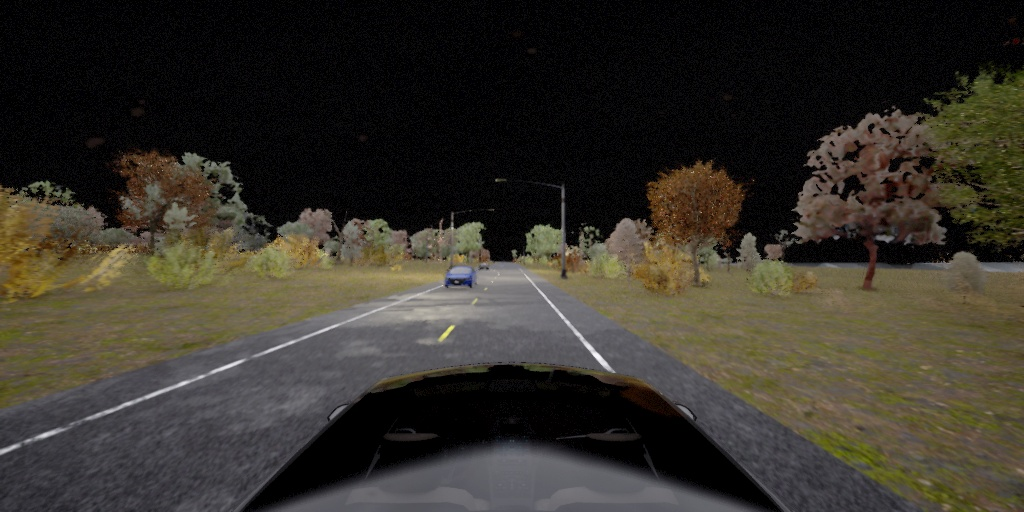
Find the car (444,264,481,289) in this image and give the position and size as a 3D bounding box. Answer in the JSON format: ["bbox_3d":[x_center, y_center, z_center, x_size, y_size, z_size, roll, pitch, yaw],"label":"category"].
[{"bbox_3d":[-3.611,1.467,25.935,1.882,1.535,5.008,0,-1,0],"label":"car"}]
